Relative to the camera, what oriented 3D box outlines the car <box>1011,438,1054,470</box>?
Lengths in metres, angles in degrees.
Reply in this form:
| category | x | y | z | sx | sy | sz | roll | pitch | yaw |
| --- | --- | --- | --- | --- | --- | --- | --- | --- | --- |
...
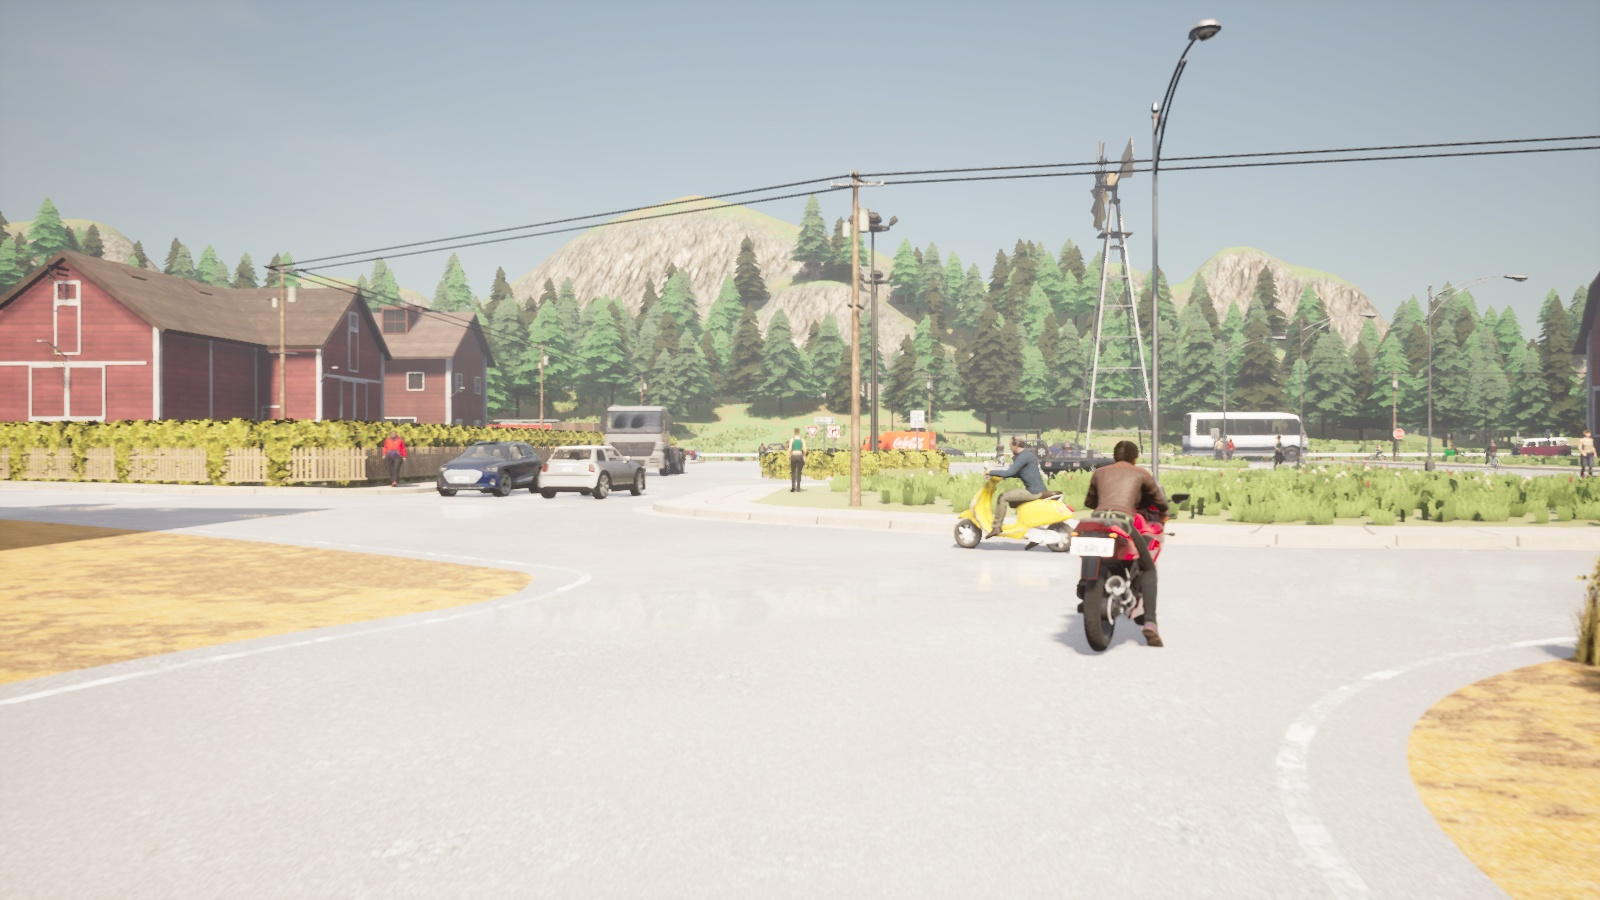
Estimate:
| category | x | y | z | sx | sy | sz | roll | pitch | yaw |
| --- | --- | --- | --- | --- | --- | --- | --- | --- | --- |
| car | 14.044 | 0.257 | 76.097 | 1.932 | 1.855 | 4.605 | 0 | -1 | 3 |

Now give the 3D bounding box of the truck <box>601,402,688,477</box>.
| category | x | y | z | sx | sy | sz | roll | pitch | yaw |
| --- | --- | --- | --- | --- | --- | --- | --- | --- | --- |
| truck | -7.565 | -0.497 | 62.235 | 2.891 | 3.462 | 7.936 | 0 | 0 | 3 |

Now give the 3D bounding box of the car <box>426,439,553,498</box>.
| category | x | y | z | sx | sy | sz | roll | pitch | yaw |
| --- | --- | --- | --- | --- | --- | --- | --- | --- | --- |
| car | -9.177 | 0.513 | 37.620 | 2.033 | 1.649 | 4.856 | 0 | 0 | 8 |

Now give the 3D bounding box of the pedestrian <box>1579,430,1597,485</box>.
| category | x | y | z | sx | sy | sz | roll | pitch | yaw |
| --- | --- | --- | --- | --- | --- | --- | --- | --- | --- |
| pedestrian | 26.353 | 0.251 | 42.003 | 0.345 | 1.836 | 0.594 | 0 | 0 | 13 |

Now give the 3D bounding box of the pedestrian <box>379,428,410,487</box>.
| category | x | y | z | sx | sy | sz | roll | pitch | yaw |
| --- | --- | --- | --- | --- | --- | --- | --- | --- | --- |
| pedestrian | -12.751 | 0.229 | 39.482 | 0.634 | 1.844 | 0.899 | 0 | 0 | 5 |

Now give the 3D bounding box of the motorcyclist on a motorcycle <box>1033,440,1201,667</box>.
| category | x | y | z | sx | sy | sz | roll | pitch | yaw |
| --- | --- | --- | --- | --- | --- | --- | --- | --- | --- |
| motorcyclist on a motorcycle | 2.457 | 0.689 | 9.537 | 0.797 | 1.523 | 2.044 | 0 | 1 | 27 |

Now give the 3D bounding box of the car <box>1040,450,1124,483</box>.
| category | x | y | z | sx | sy | sz | roll | pitch | yaw |
| --- | --- | --- | --- | --- | --- | --- | --- | --- | --- |
| car | 11.825 | 0.641 | 52.505 | 1.895 | 1.301 | 4.718 | 0 | 0 | 33 |

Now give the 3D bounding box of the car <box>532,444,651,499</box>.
| category | x | y | z | sx | sy | sz | roll | pitch | yaw |
| --- | --- | --- | --- | --- | --- | --- | --- | --- | --- |
| car | -5.881 | 0.559 | 35.880 | 1.970 | 1.475 | 3.806 | 0 | 0 | 15 |

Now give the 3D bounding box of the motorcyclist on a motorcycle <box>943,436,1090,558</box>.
| category | x | y | z | sx | sy | sz | roll | pitch | yaw |
| --- | --- | --- | --- | --- | --- | --- | --- | --- | --- |
| motorcyclist on a motorcycle | 2.979 | 0.612 | 17.283 | 1.817 | 1.590 | 0.866 | 0 | 0 | 28 |

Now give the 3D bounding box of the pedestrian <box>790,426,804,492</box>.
| category | x | y | z | sx | sy | sz | roll | pitch | yaw |
| --- | --- | --- | --- | --- | --- | --- | --- | --- | --- |
| pedestrian | -0.086 | 0.256 | 35.519 | 0.345 | 1.836 | 0.594 | 0 | 0 | -3 |

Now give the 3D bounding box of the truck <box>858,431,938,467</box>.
| category | x | y | z | sx | sy | sz | roll | pitch | yaw |
| --- | --- | --- | --- | --- | --- | --- | --- | --- | --- |
| truck | 7.031 | -0.095 | 90.264 | 5.204 | 2.467 | 2.627 | 1 | 0 | 20 |

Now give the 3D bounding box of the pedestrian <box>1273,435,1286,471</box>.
| category | x | y | z | sx | sy | sz | roll | pitch | yaw |
| --- | --- | --- | --- | --- | --- | --- | --- | --- | --- |
| pedestrian | 24.961 | 0.155 | 65.354 | 0.345 | 1.836 | 0.594 | 0 | 0 | -18 |
